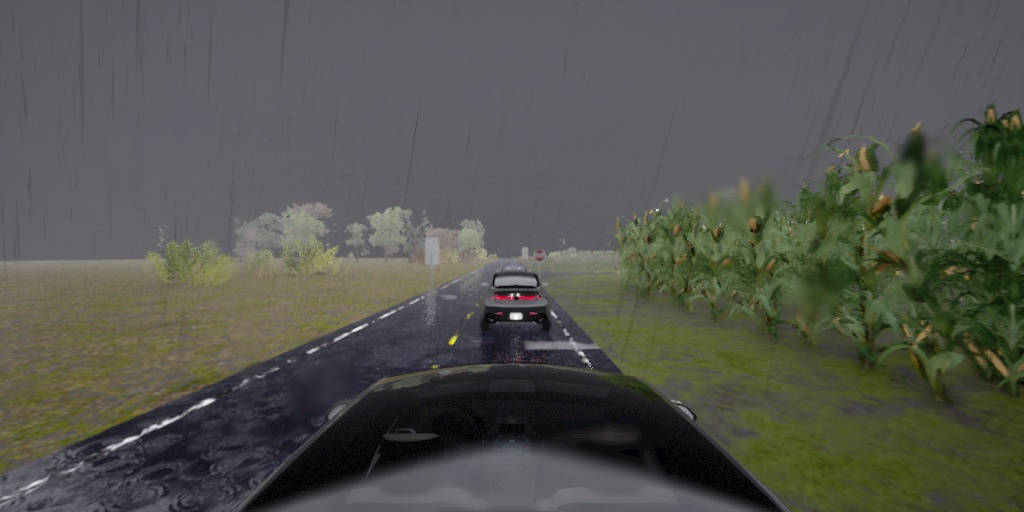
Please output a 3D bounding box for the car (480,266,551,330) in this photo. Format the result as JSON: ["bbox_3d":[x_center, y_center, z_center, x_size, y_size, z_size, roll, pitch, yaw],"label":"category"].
[{"bbox_3d":[0.096,1.202,10.897,1.837,1.490,4.892,0,-1,0],"label":"car"}]

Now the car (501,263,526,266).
[{"bbox_3d":[0.097,1.143,20.125,2.128,1.511,4.902,0,0,0],"label":"car"}]
